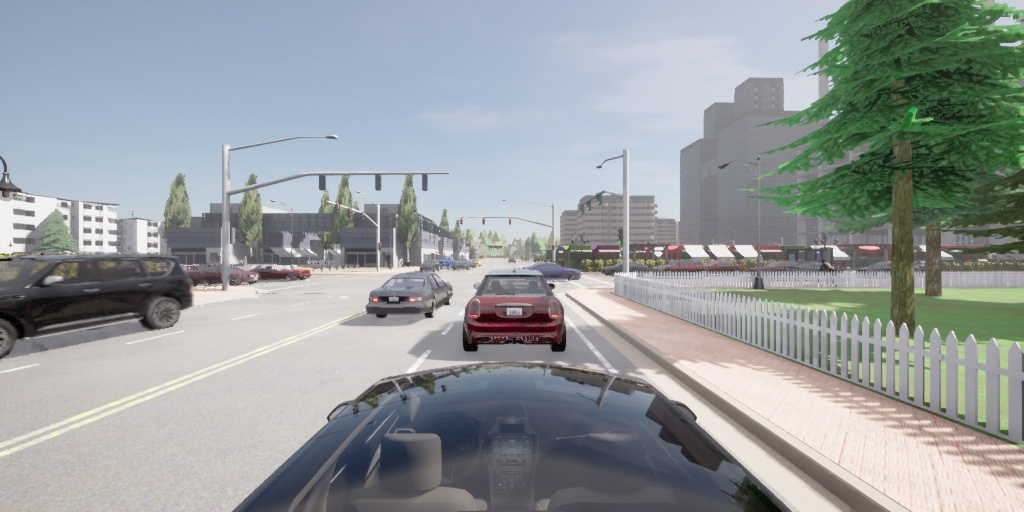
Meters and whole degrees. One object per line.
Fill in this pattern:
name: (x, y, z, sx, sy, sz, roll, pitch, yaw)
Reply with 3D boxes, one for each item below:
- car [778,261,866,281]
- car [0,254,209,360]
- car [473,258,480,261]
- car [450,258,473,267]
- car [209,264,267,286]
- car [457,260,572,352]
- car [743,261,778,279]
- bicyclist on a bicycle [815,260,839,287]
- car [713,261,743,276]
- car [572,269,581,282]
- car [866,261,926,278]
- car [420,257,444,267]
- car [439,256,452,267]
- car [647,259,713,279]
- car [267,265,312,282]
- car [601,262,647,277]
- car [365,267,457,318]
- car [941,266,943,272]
car: (24.848, 1.241, 28.888, 4.902, 1.511, 2.128, 0, 0, -1)
car: (-10.491, 0.971, 8.213, 2.150, 2.045, 5.566, 0, 0, 2)
car: (-7.092, 1.297, 60.338, 2.033, 1.411, 5.357, 0, 0, 0)
car: (-7.107, 1.314, 51.095, 1.994, 1.385, 4.181, 0, 0, 0)
car: (-19.758, 1.275, 24.355, 4.674, 1.442, 1.812, 0, 0, 0)
car: (0.063, 1.102, 9.089, 2.097, 1.767, 4.553, 0, 0, 0)
car: (24.288, 1.228, 32.571, 5.008, 1.535, 1.882, 0, 0, -1)
bicyclist on a bicycle: (18.789, 1.052, 21.448, 0.582, 1.620, 1.656, 0, 0, -1)
car: (20.551, 1.227, 35.981, 5.008, 1.535, 1.882, 0, 0, -1)
car: (3.107, 1.275, 28.379, 4.674, 1.442, 1.812, 0, 0, -1)
car: (34.349, 1.255, 32.816, 4.892, 1.490, 1.837, 0, 0, -1)
car: (-10.608, 1.255, 46.518, 1.837, 1.490, 4.892, 0, 0, 0)
car: (-10.601, 0.971, 56.380, 2.150, 2.045, 5.566, 0, 0, 0)
car: (15.075, 1.102, 32.339, 4.553, 1.767, 2.097, 0, 0, -1)
car: (-18.450, 1.351, 28.091, 4.718, 1.301, 1.895, 0, 0, -4)
car: (11.226, 1.276, 35.726, 4.674, 1.442, 1.812, 0, 0, -1)
car: (-3.420, 1.297, 12.924, 2.033, 1.411, 5.357, 0, 0, 0)
car: (40.674, 1.241, 36.454, 4.902, 1.511, 2.128, 0, 0, -1)
